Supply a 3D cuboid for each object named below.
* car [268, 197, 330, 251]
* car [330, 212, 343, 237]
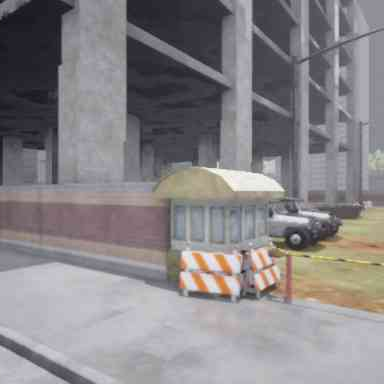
[{"bbox_3d":[3.180,1.164,13.368,3.866,1.878,1.905,0,0,36],"label":"car"},{"bbox_3d":[4.902,1.164,15.753,3.866,1.878,1.905,0,0,36],"label":"car"}]
